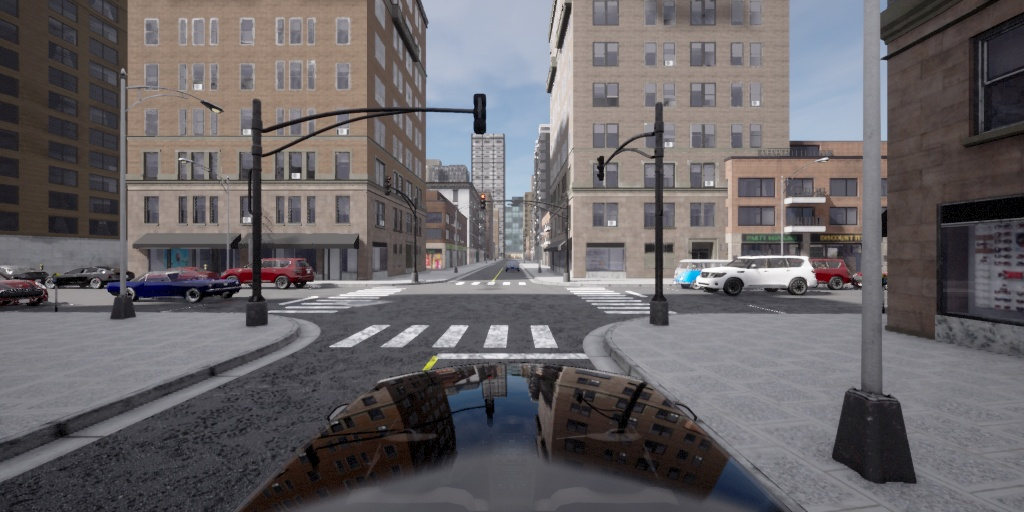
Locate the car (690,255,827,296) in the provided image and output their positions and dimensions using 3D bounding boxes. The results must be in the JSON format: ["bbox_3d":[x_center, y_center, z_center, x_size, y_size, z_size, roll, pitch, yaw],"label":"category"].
[{"bbox_3d":[12.963,0.990,19.153,5.566,2.045,2.150,0,0,0],"label":"car"}]

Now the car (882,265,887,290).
[{"bbox_3d":[23.235,1.216,21.850,4.097,1.591,1.967,0,0,0],"label":"car"}]

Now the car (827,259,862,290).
[{"bbox_3d":[17.639,1.086,21.884,5.009,1.841,2.192,0,0,0],"label":"car"}]

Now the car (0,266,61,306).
[{"bbox_3d":[-20.454,1.179,13.589,4.097,1.591,1.967,0,0,0],"label":"car"}]

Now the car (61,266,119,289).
[{"bbox_3d":[-25.951,1.299,22.148,4.313,1.339,1.948,0,0,0],"label":"car"}]

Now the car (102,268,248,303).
[{"bbox_3d":[-14.997,1.345,16.139,4.718,1.301,1.895,0,0,3],"label":"car"}]

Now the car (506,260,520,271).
[{"bbox_3d":[0.074,1.320,49.969,2.033,1.411,5.357,0,0,0],"label":"car"}]

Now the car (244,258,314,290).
[{"bbox_3d":[-14.904,1.059,22.081,5.009,1.841,2.192,0,0,0],"label":"car"}]

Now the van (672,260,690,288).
[{"bbox_3d":[12.043,1.108,21.918,3.998,1.789,1.690,0,0,0],"label":"van"}]
